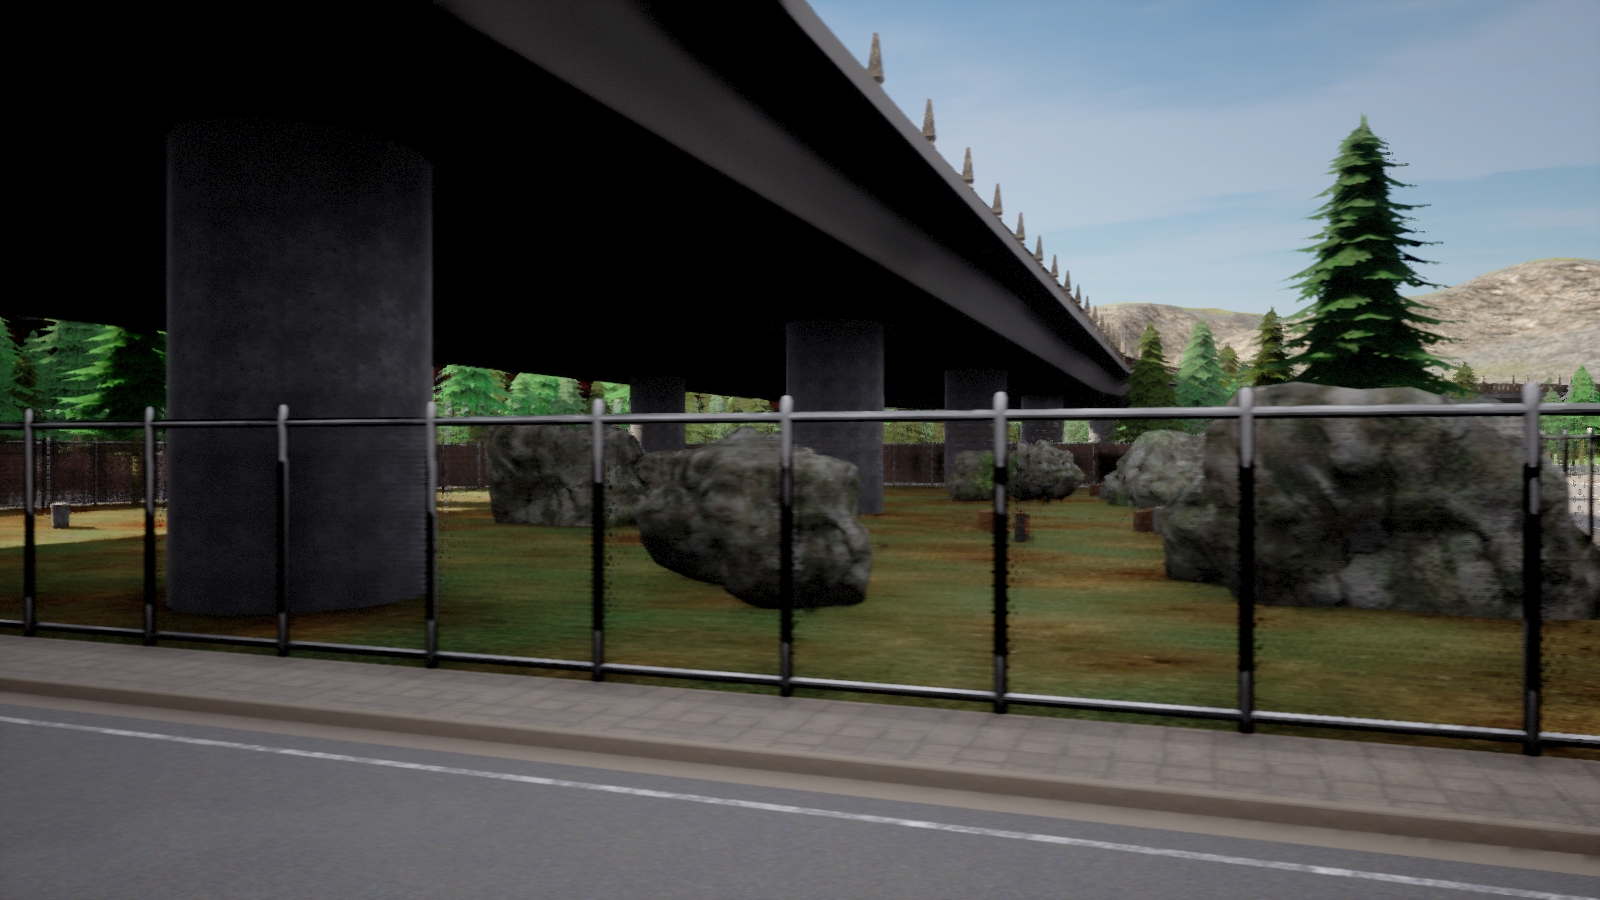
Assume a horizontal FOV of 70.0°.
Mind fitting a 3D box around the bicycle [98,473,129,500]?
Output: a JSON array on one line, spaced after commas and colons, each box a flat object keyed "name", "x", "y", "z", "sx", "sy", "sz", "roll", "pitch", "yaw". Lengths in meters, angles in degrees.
[{"name": "bicycle", "x": -38.971, "y": 2.057, "z": 64.876, "sx": 0.373, "sy": 1.496, "sz": 1.643, "roll": 0, "pitch": 0, "yaw": 19}]
